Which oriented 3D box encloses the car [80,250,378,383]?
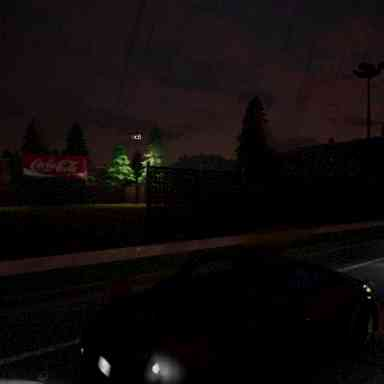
[{"bbox_3d":[0.714,1.563,4.530,4.181,1.385,1.994,0,0,-37],"label":"car"}]
